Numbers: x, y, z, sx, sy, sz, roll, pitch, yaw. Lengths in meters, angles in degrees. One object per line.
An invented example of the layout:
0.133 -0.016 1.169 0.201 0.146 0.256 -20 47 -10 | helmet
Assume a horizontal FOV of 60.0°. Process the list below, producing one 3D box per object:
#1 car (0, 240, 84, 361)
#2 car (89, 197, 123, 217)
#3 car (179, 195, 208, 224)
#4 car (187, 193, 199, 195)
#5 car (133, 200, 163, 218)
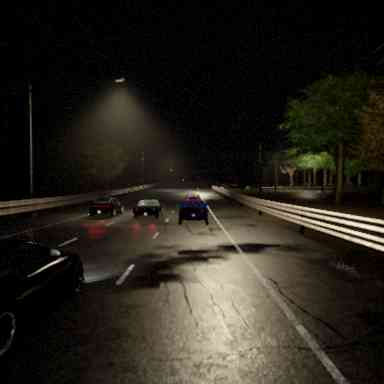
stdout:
-3.401 1.513 5.785 1.994 1.385 4.181 0 0 0 | car
-6.898 1.168 27.104 1.837 1.490 4.892 0 1 0 | car
0.099 1.230 22.821 1.882 1.535 5.008 0 1 0 | car
0.100 0.831 40.658 1.895 1.301 4.718 0 2 0 | car
-3.401 1.275 26.572 1.895 1.301 4.718 0 1 0 | car
